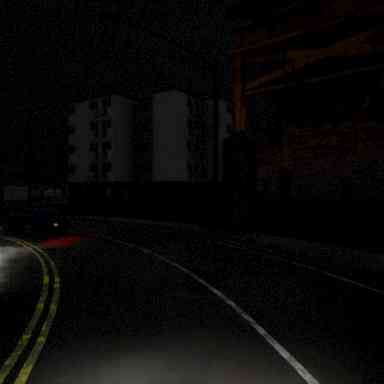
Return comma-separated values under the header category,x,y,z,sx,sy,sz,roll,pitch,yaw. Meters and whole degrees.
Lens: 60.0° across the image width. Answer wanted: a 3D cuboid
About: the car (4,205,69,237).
category,x,y,z,sx,sy,sz,roll,pitch,yaw
car,-8.533,1.469,18.123,5.008,1.535,1.882,0,0,43
